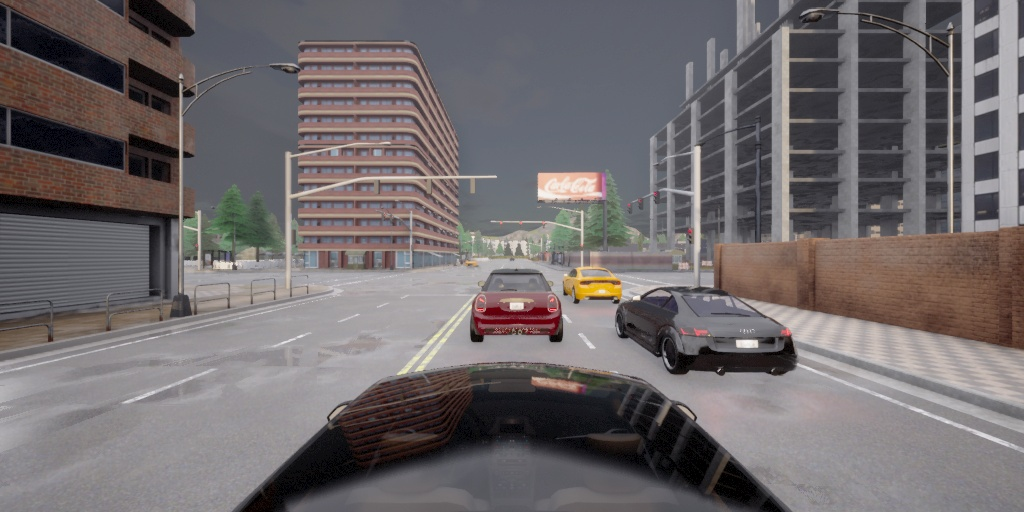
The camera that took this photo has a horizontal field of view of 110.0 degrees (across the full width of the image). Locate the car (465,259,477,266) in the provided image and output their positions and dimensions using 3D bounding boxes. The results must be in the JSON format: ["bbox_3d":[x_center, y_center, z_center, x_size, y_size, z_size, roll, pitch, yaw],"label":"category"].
[{"bbox_3d":[-7.047,1.227,62.847,1.882,1.535,5.008,0,0,0],"label":"car"}]

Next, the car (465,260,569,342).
[{"bbox_3d":[0.104,1.102,9.904,2.097,1.767,4.553,0,0,0],"label":"car"}]

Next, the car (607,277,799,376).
[{"bbox_3d":[3.601,1.314,7.498,1.994,1.385,4.181,0,0,0],"label":"car"}]

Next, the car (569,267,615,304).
[{"bbox_3d":[3.505,1.228,16.431,1.882,1.535,5.008,0,0,0],"label":"car"}]
